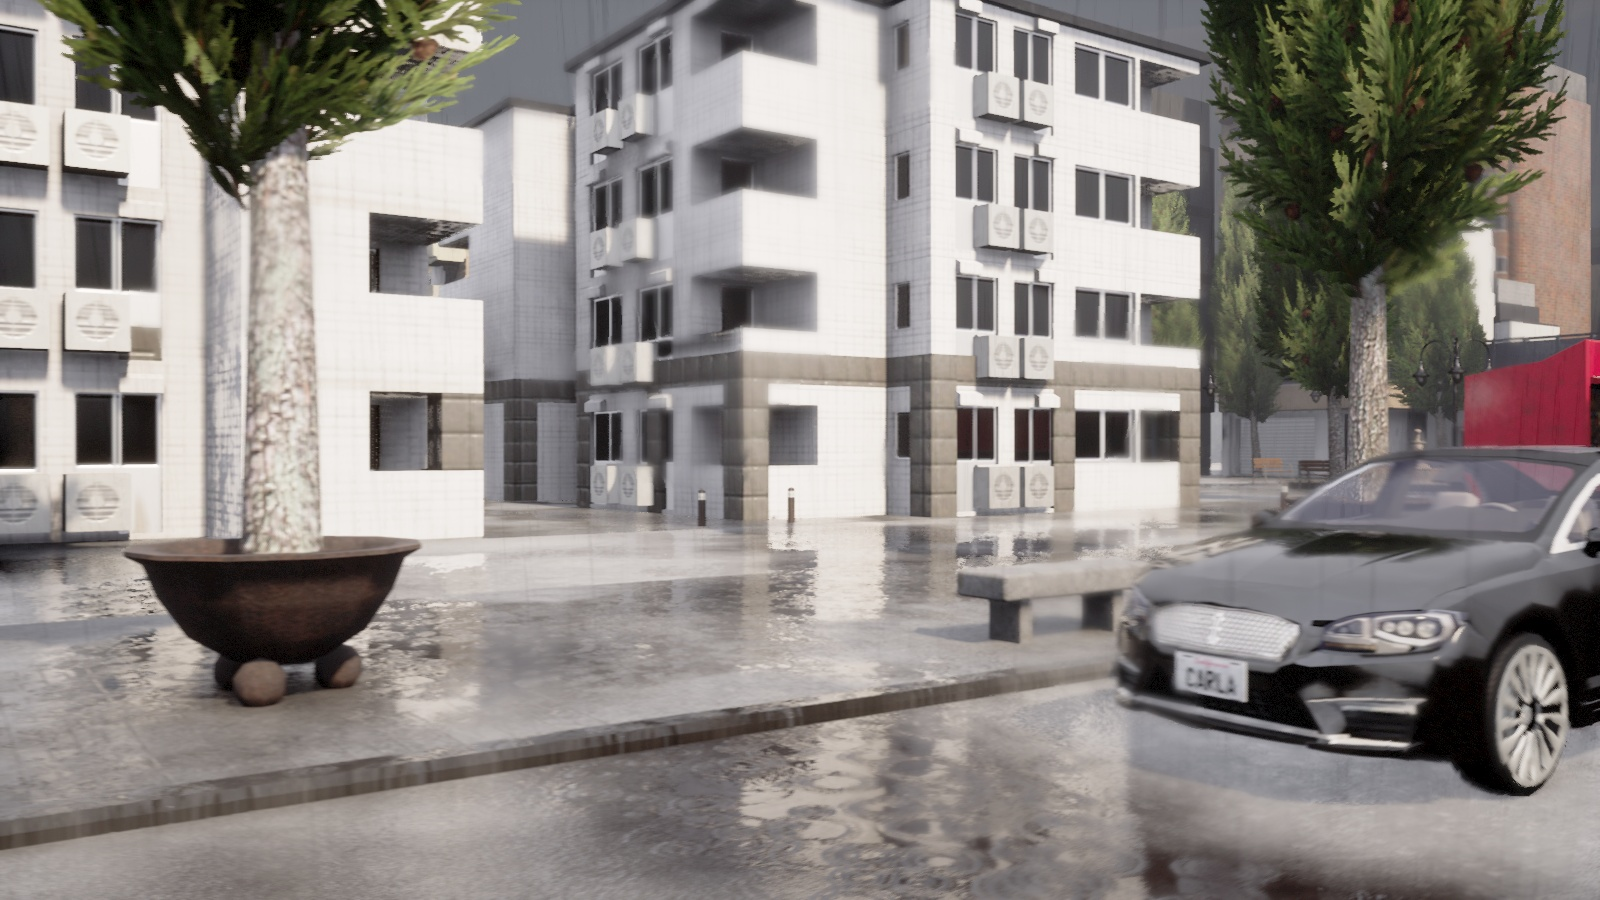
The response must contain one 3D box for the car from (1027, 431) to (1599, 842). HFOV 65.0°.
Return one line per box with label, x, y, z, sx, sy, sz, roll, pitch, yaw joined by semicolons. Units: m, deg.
car;3.775;0.678;6.893;4.902;1.511;2.128;0;0;-35
